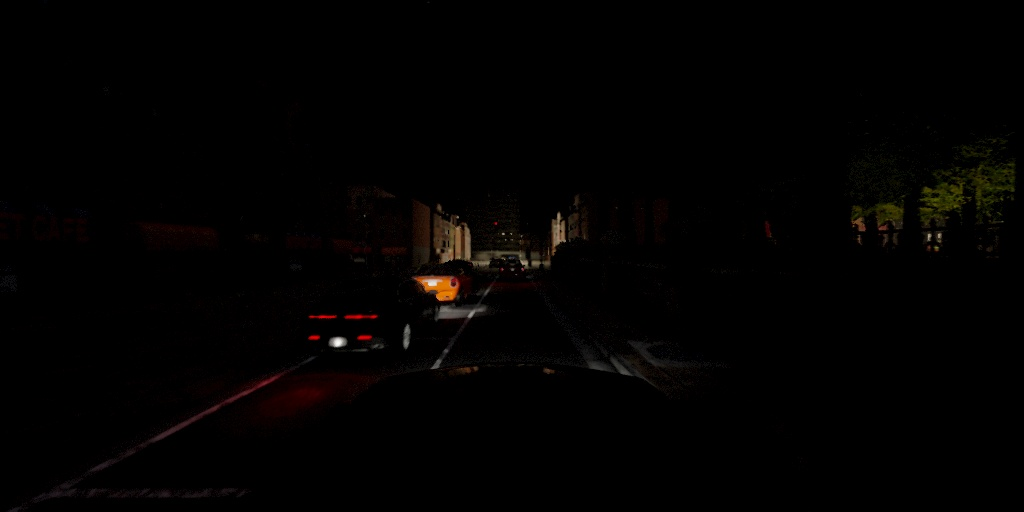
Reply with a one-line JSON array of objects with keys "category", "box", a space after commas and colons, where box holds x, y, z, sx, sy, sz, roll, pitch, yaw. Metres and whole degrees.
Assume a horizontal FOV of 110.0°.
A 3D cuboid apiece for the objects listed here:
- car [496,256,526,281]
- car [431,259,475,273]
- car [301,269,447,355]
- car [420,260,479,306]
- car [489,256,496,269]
[{"category": "car", "box": [0.058, 1.056, 29.068, 2.097, 1.767, 4.553, 0, 0, 1]}, {"category": "car", "box": [-7.168, 1.195, 43.569, 4.892, 1.490, 1.837, 0, -1, 11]}, {"category": "car", "box": [-3.020, 1.241, 8.641, 1.837, 1.490, 4.892, 0, 0, 0]}, {"category": "car", "box": [-2.919, 1.077, 15.751, 2.097, 1.767, 4.553, 0, 0, 2]}, {"category": "car", "box": [-2.630, 1.192, 55.410, 1.751, 1.417, 4.829, 0, 0, 0]}]
